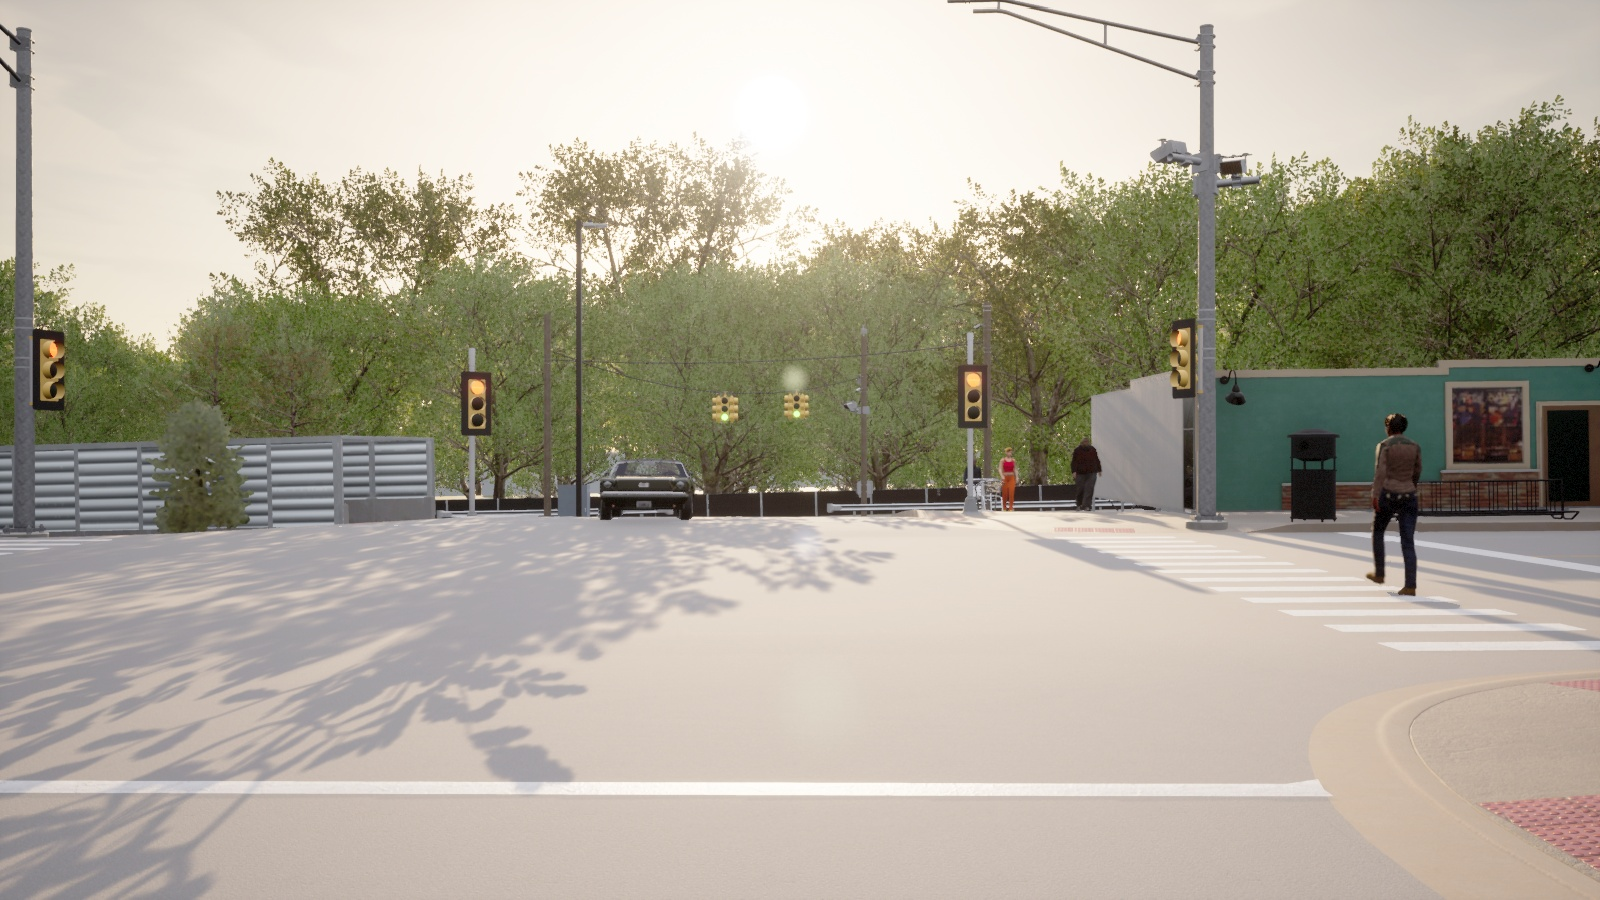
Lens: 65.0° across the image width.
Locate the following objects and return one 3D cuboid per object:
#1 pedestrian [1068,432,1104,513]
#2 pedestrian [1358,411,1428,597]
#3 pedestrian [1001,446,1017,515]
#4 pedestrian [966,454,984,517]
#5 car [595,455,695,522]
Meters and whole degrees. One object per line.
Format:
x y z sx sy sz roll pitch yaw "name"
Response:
6.617 0.514 29.100 0.634 1.844 0.899 0 0 0 "pedestrian"
5.942 0.520 12.603 0.328 1.805 0.869 0 0 3 "pedestrian"
5.666 0.819 34.086 0.345 1.836 0.594 0 0 1 "pedestrian"
5.171 1.054 37.190 0.402 1.842 0.726 0 0 -3 "pedestrian"
-3.245 0.826 27.027 1.895 1.301 4.718 0 -2 -4 "car"
